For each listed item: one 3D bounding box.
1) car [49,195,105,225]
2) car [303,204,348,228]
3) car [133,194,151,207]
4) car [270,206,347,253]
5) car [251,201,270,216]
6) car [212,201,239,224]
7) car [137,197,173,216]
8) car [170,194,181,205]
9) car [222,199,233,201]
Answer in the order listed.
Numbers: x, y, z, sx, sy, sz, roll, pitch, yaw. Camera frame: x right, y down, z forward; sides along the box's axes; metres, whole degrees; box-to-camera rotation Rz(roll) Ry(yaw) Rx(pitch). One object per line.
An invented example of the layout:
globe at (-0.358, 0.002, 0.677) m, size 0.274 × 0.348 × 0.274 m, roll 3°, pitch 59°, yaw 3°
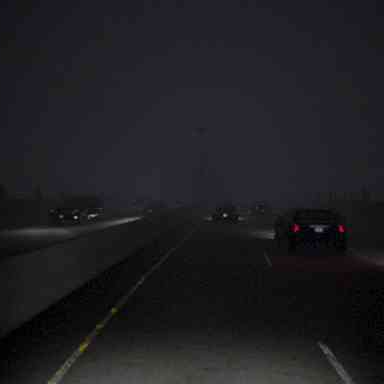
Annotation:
car at (-8.309, 1.263, 24.674) m, size 2.150 × 2.045 × 5.566 m, roll 0°, pitch 0°, yaw 7°
car at (9.417, 1.651, 23.815) m, size 1.994 × 1.385 × 4.181 m, roll 0°, pitch 0°, yaw 7°
car at (-8.168, 1.410, 55.739) m, size 2.150 × 2.045 × 5.566 m, roll 0°, pitch 0°, yaw 7°
car at (4.797, 1.395, 14.066) m, size 2.097 × 1.767 × 4.553 m, roll 0°, pitch 0°, yaw 6°
car at (7.149, 1.650, 34.640) m, size 1.812 × 1.442 × 4.674 m, roll 0°, pitch 0°, yaw 7°
car at (2.599, 1.641, 25.767) m, size 1.994 × 1.385 × 4.181 m, roll 0°, pitch 0°, yaw 7°
car at (-3.680, 1.583, 34.122) m, size 2.128 × 1.511 × 4.902 m, roll 0°, pitch 0°, yaw 7°
car at (-3.443, 1.524, 65.551) m, size 2.150 × 2.045 × 5.566 m, roll 0°, pitch 0°, yaw 7°
car at (4.554, 1.659, 42.602) m, size 2.163 × 1.488 × 4.792 m, roll 0°, pitch 0°, yaw 7°
